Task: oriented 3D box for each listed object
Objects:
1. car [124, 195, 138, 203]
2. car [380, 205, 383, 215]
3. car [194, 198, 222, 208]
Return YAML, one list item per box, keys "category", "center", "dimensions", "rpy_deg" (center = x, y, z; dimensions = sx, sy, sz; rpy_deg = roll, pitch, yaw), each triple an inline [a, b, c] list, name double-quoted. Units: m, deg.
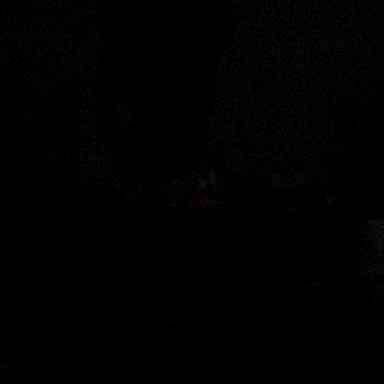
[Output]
- category: "car"
  center: [-12.556, 1.432, 67.295]
  dimensions: [2.097, 1.767, 4.553]
  rpy_deg: [0, 0, -38]
- category: "car"
  center: [18.761, 1.578, 28.227]
  dimensions: [1.837, 1.490, 4.892]
  rpy_deg: [0, 0, -39]
- category: "car"
  center: [2.298, 1.571, 48.734]
  dimensions: [1.882, 1.535, 5.008]
  rpy_deg: [0, 1, -39]
